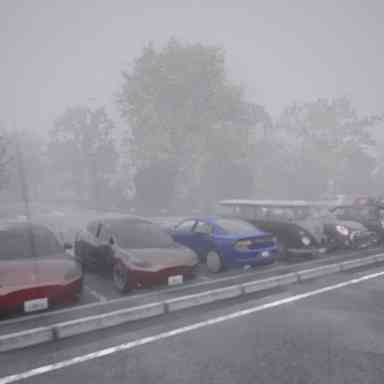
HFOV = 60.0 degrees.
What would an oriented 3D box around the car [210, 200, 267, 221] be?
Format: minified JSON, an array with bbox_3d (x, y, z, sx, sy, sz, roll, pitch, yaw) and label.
[{"bbox_3d":[4.008,1.564,29.444,2.231,1.521,4.892,0,0,-36],"label":"car"}]

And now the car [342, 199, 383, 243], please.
[{"bbox_3d":[7.378,1.412,15.729,2.185,1.767,4.553,0,0,-36],"label":"car"}]

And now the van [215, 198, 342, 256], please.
[{"bbox_3d":[2.866,1.288,12.400,1.878,1.987,4.442,0,0,-36],"label":"van"}]

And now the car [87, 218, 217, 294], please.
[{"bbox_3d":[-1.746,1.519,9.210,2.163,1.488,4.792,0,0,-36],"label":"car"}]

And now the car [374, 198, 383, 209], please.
[{"bbox_3d":[28.876,1.702,47.176,2.163,1.488,4.792,0,0,-36],"label":"car"}]

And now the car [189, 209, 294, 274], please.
[{"bbox_3d":[0.520,1.502,10.860,2.097,1.535,5.008,0,0,-36],"label":"car"}]

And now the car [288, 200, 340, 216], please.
[{"bbox_3d":[13.062,1.639,35.874,2.163,1.488,4.792,0,0,-36],"label":"car"}]

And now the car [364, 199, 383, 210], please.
[{"bbox_3d":[26.578,1.698,45.605,2.163,1.488,4.792,0,0,-36],"label":"car"}]

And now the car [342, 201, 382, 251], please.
[{"bbox_3d":[5.061,1.400,14.150,2.185,1.767,4.553,0,0,-36],"label":"car"}]

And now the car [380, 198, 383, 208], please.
[{"bbox_3d":[31.006,1.665,48.962,1.946,1.575,5.366,0,0,-36],"label":"car"}]

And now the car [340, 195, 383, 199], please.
[{"bbox_3d":[11.937,1.310,18.993,2.435,2.045,5.566,0,0,-36],"label":"car"}]

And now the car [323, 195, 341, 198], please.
[{"bbox_3d":[15.287,1.371,37.535,2.435,2.045,5.566,0,0,-36],"label":"car"}]

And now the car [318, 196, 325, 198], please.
[{"bbox_3d":[10.769,1.472,34.307,2.185,1.767,4.553,0,0,-36],"label":"car"}]

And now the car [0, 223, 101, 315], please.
[{"bbox_3d":[-4.027,1.507,7.580,2.163,1.488,4.792,0,0,-36],"label":"car"}]

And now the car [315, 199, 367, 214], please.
[{"bbox_3d":[17.454,1.631,39.277,1.946,1.575,5.366,0,0,-36],"label":"car"}]

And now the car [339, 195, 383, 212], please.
[{"bbox_3d":[22.062,1.406,42.377,2.435,2.045,5.566,0,0,-36],"label":"car"}]

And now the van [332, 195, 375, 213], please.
[{"bbox_3d":[19.752,1.420,40.834,1.878,1.987,4.442,0,0,-36],"label":"van"}]

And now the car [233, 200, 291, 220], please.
[{"bbox_3d":[6.379,1.571,30.904,1.946,1.575,5.366,0,0,-36],"label":"car"}]

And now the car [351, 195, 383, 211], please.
[{"bbox_3d":[24.354,1.413,43.945,2.435,2.045,5.566,0,0,-36],"label":"car"}]
